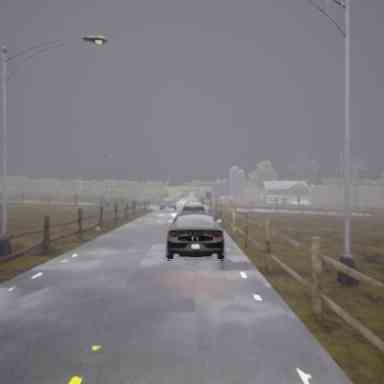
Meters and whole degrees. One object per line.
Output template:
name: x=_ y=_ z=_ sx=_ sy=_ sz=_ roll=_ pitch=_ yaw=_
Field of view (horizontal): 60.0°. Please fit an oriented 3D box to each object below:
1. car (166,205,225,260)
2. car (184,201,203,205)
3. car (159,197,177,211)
car: x=0.108 y=1.456 z=12.343 sx=1.882 sy=1.535 sz=5.008 roll=0 pitch=0 yaw=0
car: x=0.135 y=1.484 z=28.235 sx=1.882 sy=1.535 sz=5.008 roll=0 pitch=0 yaw=0
car: x=-2.722 y=1.366 z=39.075 sx=1.812 sy=1.442 sz=4.674 roll=0 pitch=0 yaw=0
